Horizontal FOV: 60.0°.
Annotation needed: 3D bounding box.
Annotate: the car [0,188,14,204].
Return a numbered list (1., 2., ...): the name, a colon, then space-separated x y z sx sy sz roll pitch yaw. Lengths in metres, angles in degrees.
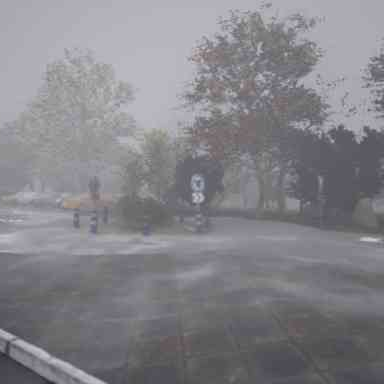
1. car: -18.550 0.615 37.075 1.946 1.575 5.366 2 1 36

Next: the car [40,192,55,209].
1. car: -11.799 0.777 32.442 2.185 1.767 4.553 2 1 36

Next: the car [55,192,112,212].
1. car: -9.582 0.998 30.788 2.097 1.535 5.008 2 1 36

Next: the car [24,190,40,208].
1. car: -13.978 0.840 33.950 2.163 1.488 4.792 2 1 36

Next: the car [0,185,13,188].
1. car: -22.897 0.174 40.496 2.435 2.045 5.566 2 1 36

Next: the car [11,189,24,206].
1. car: -16.203 0.754 35.598 2.002 1.452 4.674 2 1 36
